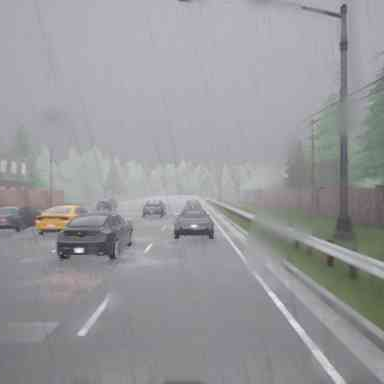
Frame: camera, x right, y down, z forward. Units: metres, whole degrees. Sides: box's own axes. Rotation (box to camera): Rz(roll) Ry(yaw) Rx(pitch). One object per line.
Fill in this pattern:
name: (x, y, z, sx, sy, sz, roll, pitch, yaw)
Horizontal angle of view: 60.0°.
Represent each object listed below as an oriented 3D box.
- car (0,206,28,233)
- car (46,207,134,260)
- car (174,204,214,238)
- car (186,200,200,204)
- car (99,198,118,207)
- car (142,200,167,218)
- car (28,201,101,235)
car: (-10.397, 1.554, 19.892, 2.033, 1.411, 5.357, 0, 0, 0)
car: (-3.399, 1.509, 12.440, 1.837, 1.490, 4.892, 0, 0, 0)
car: (0.102, 1.570, 17.625, 1.994, 1.385, 4.181, 0, 0, 0)
car: (0.104, 1.559, 35.963, 2.033, 1.411, 5.357, 0, 0, 0)
car: (-10.394, 1.519, 40.985, 1.837, 1.490, 4.892, 0, 0, 0)
car: (-3.396, 1.502, 30.791, 2.128, 1.511, 4.902, 0, 0, 0)
car: (-6.896, 1.484, 18.687, 1.882, 1.535, 5.008, 0, 0, 0)
